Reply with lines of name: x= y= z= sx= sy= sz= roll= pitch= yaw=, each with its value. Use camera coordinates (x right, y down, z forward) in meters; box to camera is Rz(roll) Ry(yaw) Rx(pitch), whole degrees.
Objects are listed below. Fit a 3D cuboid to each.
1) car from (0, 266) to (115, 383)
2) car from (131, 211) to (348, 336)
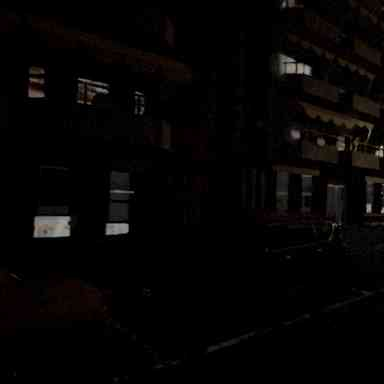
car: x=-3.330 y=1.529 z=3.680 sx=4.829 sy=1.417 sz=1.752 roll=1 pitch=1 yaw=-36
car: x=1.291 y=1.383 z=7.024 sx=5.009 sy=1.841 sz=2.192 roll=1 pitch=1 yaw=-36
